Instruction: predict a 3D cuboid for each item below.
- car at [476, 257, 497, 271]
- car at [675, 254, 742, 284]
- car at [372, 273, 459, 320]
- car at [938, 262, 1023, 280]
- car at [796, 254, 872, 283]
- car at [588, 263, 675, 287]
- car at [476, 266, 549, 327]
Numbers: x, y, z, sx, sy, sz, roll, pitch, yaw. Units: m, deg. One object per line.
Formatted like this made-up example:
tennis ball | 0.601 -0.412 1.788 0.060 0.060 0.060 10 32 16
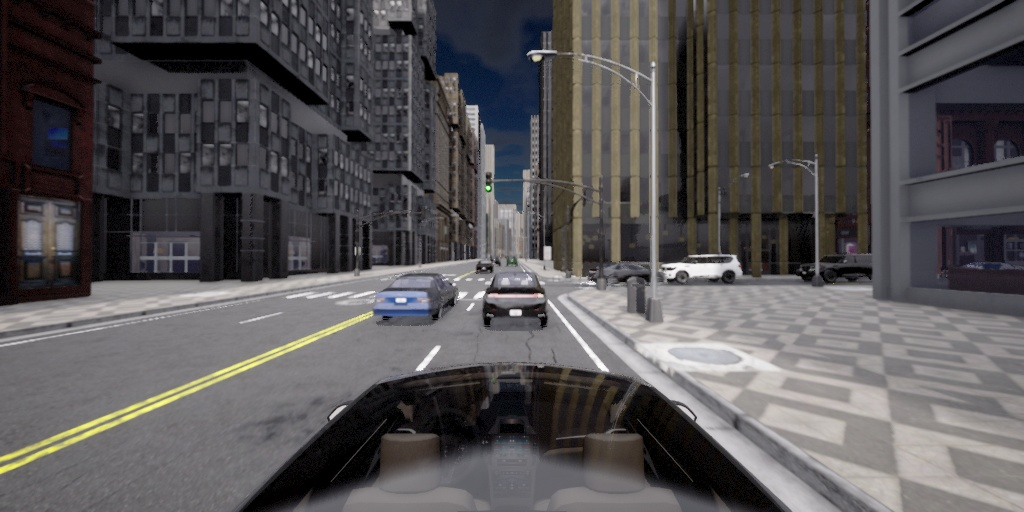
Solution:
car | -3.151 1.215 42.622 1.882 1.535 5.008 0 0 0
car | 13.651 0.915 26.132 5.566 2.045 2.150 0 0 0
car | -3.150 1.304 12.687 2.033 1.411 5.357 0 0 0
car | 34.695 1.155 26.170 5.357 1.411 2.033 0 0 0
car | 24.078 0.871 26.158 5.566 2.045 2.150 0 0 0
car | 7.322 1.182 22.822 4.902 1.511 2.128 0 -1 -9
car | 0.099 1.248 11.616 2.128 1.511 4.902 0 0 0
